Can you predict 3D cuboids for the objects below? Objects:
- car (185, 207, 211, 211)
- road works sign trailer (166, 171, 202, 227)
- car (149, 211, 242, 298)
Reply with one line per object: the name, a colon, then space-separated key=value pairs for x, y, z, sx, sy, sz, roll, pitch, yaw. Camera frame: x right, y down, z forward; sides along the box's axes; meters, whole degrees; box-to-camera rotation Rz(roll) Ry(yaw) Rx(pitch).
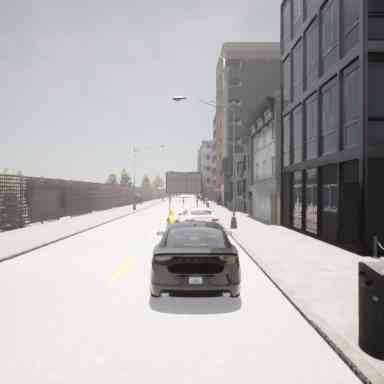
car: x=0.291 y=1.542 z=17.953 sx=1.812 sy=1.442 sz=4.674 roll=0 pitch=-1 yaw=-7
road works sign trailer: x=-0.569 y=0.464 z=21.459 sx=2.380 sy=3.560 sz=2.880 roll=0 pitch=0 yaw=-16
car: x=0.066 y=1.478 z=8.596 sx=1.882 sy=1.535 sz=5.008 roll=0 pitch=0 yaw=0
